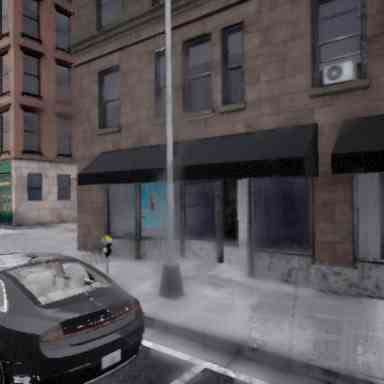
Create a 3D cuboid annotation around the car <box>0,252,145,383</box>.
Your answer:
[{"bbox_3d":[-2.643,1.573,4.868,4.403,1.369,2.008,0,-1,36],"label":"car"}]
